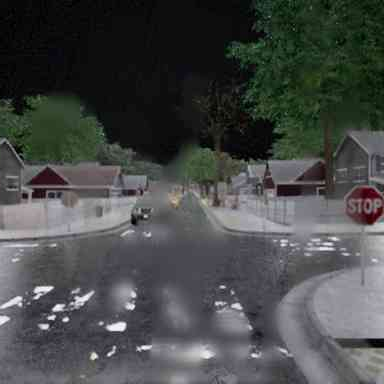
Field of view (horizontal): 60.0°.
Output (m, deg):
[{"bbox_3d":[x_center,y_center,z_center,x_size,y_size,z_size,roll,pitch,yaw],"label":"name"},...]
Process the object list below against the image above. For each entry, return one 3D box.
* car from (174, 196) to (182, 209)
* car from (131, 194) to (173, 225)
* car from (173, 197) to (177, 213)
[{"bbox_3d":[-2.785,1.445,44.920,1.882,1.535,5.008,0,0,0],"label":"car"},{"bbox_3d":[-2.883,1.206,24.098,2.150,2.045,5.566,0,0,2],"label":"car"},{"bbox_3d":[-2.805,1.502,34.473,1.812,1.442,4.674,0,0,0],"label":"car"}]
